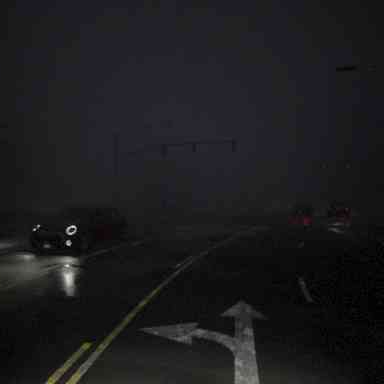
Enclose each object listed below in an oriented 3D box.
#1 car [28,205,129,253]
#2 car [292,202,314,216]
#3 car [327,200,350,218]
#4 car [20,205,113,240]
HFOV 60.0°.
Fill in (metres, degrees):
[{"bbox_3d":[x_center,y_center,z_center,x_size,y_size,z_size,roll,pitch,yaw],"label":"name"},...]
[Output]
[{"bbox_3d":[-4.563,1.399,14.167,2.097,1.767,4.553,0,0,18],"label":"car"},{"bbox_3d":[12.071,1.788,36.060,2.128,1.511,4.902,0,0,25],"label":"car"},{"bbox_3d":[15.211,1.668,34.504,2.097,1.767,4.553,0,0,25],"label":"car"},{"bbox_3d":[-6.764,1.547,18.580,2.128,1.511,4.902,0,0,21],"label":"car"}]
